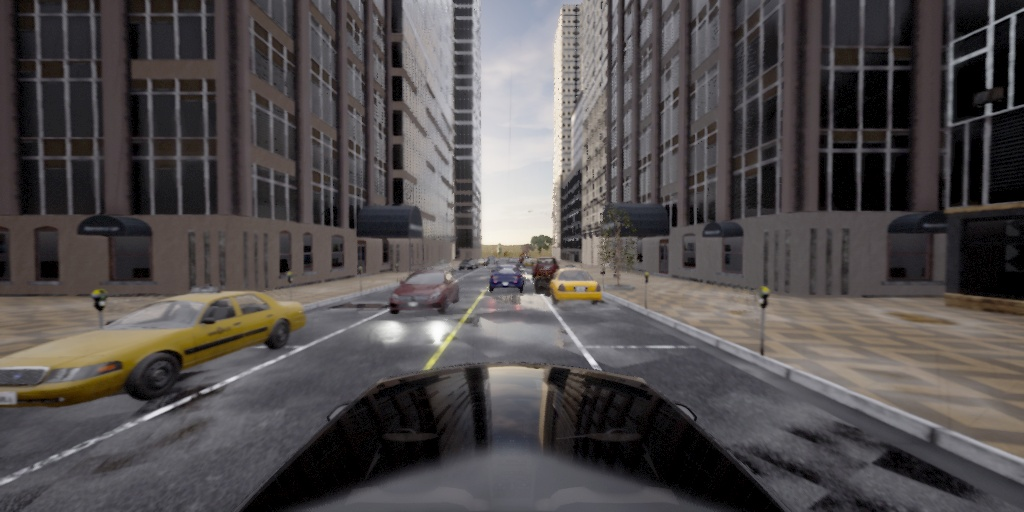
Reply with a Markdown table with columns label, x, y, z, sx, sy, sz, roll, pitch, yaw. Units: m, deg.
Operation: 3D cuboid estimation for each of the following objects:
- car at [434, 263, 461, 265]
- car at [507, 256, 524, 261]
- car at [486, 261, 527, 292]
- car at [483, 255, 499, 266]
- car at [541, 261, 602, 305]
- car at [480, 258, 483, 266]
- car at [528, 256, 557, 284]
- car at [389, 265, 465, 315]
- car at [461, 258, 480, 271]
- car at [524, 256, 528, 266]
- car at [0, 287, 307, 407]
| label | x | y | z | sx | sy | sz | roll | pitch | yaw |
| --- | --- | --- | --- | --- | --- | --- | --- | --- | --- |
| car | -5.687 | 1.222 | 29.278 | 2.007 | 1.370 | 4.403 | 0 | 0 | 0 |
| car | 0.104 | 1.097 | 47.954 | 2.128 | 1.511 | 4.902 | 0 | 0 | 0 |
| car | -0.224 | 1.223 | 20.655 | 1.812 | 1.442 | 4.674 | 0 | 0 | 3 |
| car | -2.995 | 0.821 | 54.764 | 2.128 | 1.511 | 4.902 | 0 | 0 | 0 |
| car | 2.518 | 1.169 | 15.724 | 1.801 | 1.575 | 5.366 | 0 | 0 | 0 |
| car | -5.686 | 1.155 | 51.976 | 1.948 | 1.339 | 4.313 | 0 | 0 | 0 |
| car | 2.694 | 0.987 | 29.220 | 2.192 | 1.841 | 5.009 | 0 | 0 | 0 |
| car | -3.099 | 1.243 | 13.546 | 1.812 | 1.442 | 4.674 | 0 | 0 | 0 |
| car | -5.686 | 1.178 | 46.301 | 1.948 | 1.339 | 4.313 | 0 | 0 | 0 |
| car | 2.696 | 1.092 | 57.765 | 1.751 | 1.417 | 4.829 | 0 | 0 | 0 |
| car | -5.674 | 1.262 | 6.411 | 1.751 | 1.417 | 4.829 | 0 | 0 | 0 |
